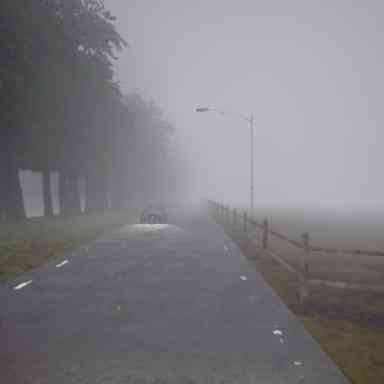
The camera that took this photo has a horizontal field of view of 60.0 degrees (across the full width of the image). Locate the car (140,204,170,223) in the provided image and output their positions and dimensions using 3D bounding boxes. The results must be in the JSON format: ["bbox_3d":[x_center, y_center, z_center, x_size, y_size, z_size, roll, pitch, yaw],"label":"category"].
[{"bbox_3d":[-2.799,1.640,25.748,1.994,1.385,4.181,0,0,0],"label":"car"}]
